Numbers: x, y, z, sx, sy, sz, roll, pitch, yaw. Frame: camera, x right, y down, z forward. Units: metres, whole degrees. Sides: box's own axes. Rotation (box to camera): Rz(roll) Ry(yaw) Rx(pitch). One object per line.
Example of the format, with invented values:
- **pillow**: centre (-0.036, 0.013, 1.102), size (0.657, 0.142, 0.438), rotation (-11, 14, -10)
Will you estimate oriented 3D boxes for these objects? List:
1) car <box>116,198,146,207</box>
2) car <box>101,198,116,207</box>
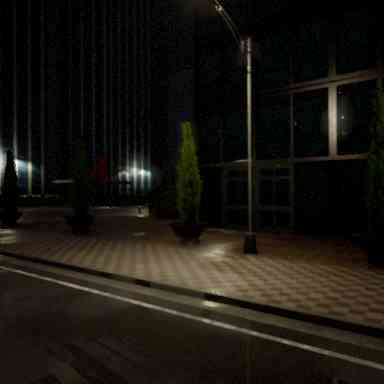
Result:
- **car**: centre (-9.701, 1.712, 55.281), size (2.128, 1.511, 4.902), rotation (0, 0, 35)
- **car**: centre (-12.935, 1.786, 56.746), size (2.033, 1.411, 5.357), rotation (0, 0, 35)
